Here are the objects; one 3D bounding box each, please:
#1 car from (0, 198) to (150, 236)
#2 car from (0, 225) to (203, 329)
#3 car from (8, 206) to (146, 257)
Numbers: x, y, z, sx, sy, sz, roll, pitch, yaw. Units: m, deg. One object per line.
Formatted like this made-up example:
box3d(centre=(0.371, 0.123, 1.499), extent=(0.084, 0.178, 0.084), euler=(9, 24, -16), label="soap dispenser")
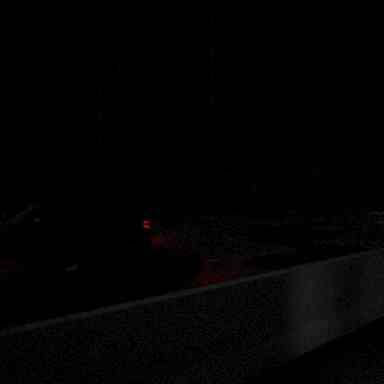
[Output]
box3d(centre=(-3.908, 1.214, 9.803), extent=(5.566, 2.045, 2.150), euler=(0, 0, -36), label="car")
box3d(centre=(-2.180, 1.594, 6.737), extent=(4.718, 1.301, 1.895), euler=(0, 0, -35), label="car")
box3d(centre=(-4.571, 1.465, 13.629), extent=(5.008, 1.535, 1.882), euler=(0, 0, -36), label="car")
